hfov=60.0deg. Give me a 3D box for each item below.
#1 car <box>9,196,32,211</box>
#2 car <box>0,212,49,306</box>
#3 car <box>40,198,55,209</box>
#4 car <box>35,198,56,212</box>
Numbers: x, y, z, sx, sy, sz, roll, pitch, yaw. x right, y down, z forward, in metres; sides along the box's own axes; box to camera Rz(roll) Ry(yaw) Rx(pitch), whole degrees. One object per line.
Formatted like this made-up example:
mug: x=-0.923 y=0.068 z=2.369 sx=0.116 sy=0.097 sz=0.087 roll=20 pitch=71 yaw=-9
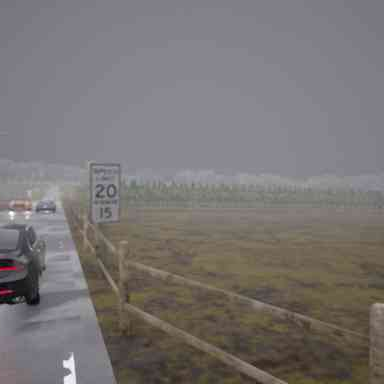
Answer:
car: x=-20.123 y=1.300 z=39.186 sx=2.097 sy=1.767 sz=4.553 roll=0 pitch=0 yaw=-22
car: x=-4.380 y=1.448 z=7.528 sx=1.837 sy=1.490 sz=4.892 roll=0 pitch=0 yaw=-22
car: x=-19.747 y=1.516 z=45.603 sx=1.812 sy=1.442 sz=4.674 roll=0 pitch=0 yaw=-22
car: x=-15.995 y=1.491 z=36.458 sx=1.994 sy=1.385 sz=4.181 roll=0 pitch=0 yaw=-21
